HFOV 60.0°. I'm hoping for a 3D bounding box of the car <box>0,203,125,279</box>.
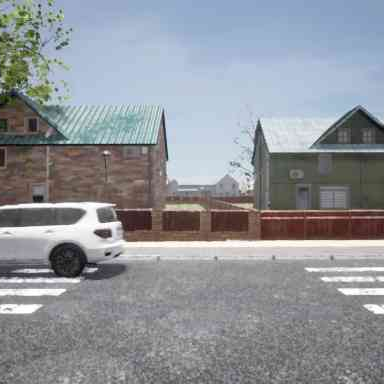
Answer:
[{"bbox_3d":[-4.836,1.349,9.981,5.566,2.045,2.150,-1,-1,1],"label":"car"}]
